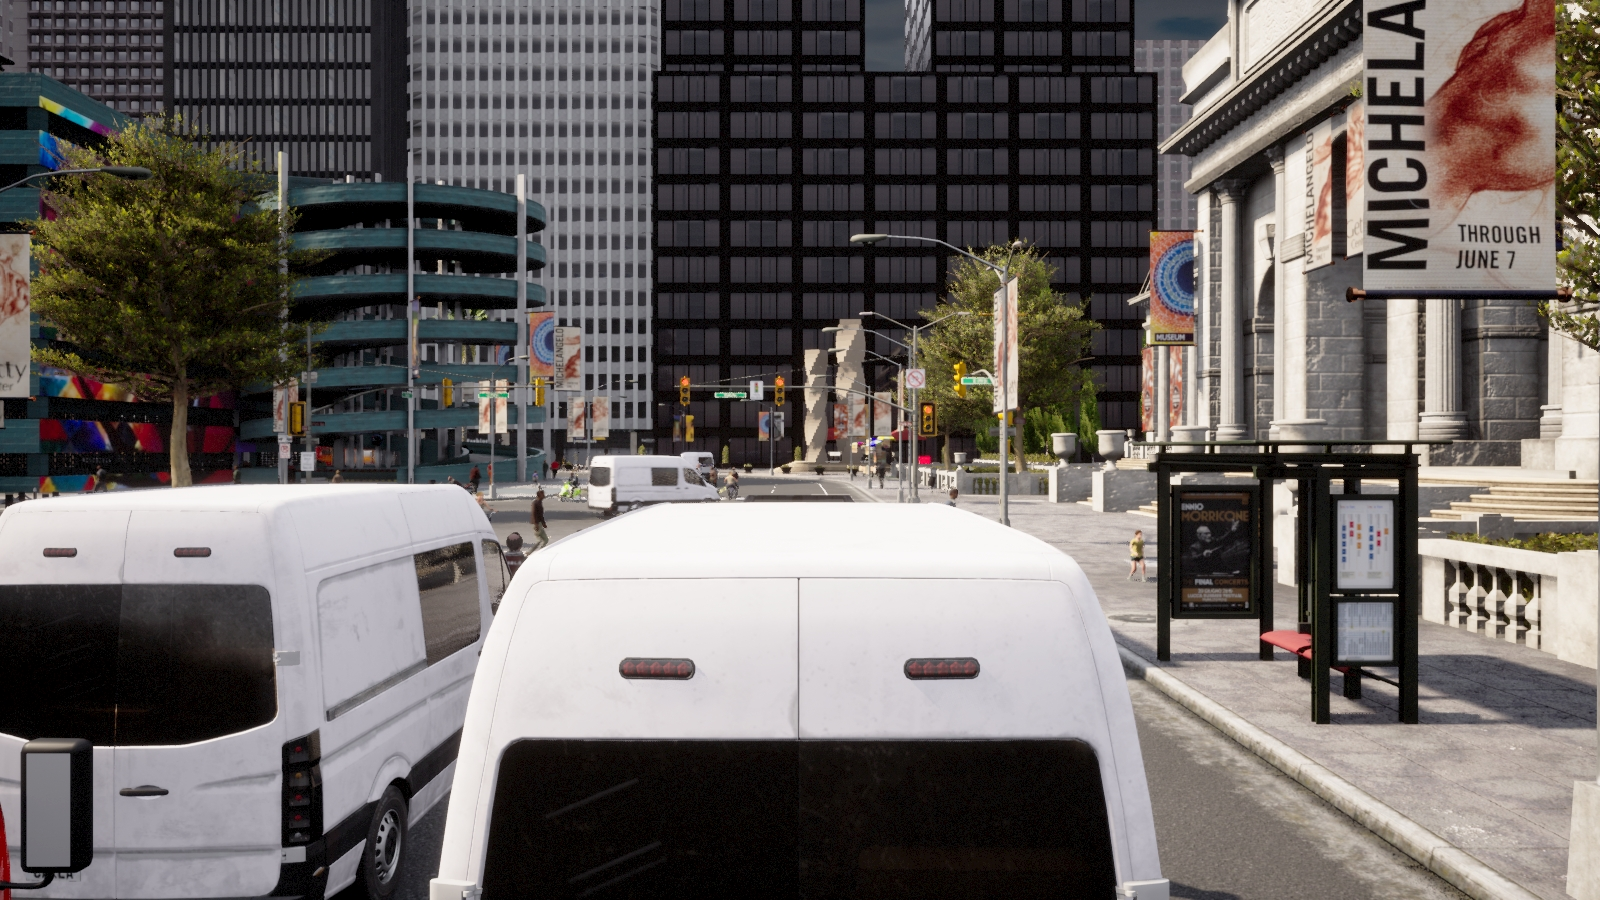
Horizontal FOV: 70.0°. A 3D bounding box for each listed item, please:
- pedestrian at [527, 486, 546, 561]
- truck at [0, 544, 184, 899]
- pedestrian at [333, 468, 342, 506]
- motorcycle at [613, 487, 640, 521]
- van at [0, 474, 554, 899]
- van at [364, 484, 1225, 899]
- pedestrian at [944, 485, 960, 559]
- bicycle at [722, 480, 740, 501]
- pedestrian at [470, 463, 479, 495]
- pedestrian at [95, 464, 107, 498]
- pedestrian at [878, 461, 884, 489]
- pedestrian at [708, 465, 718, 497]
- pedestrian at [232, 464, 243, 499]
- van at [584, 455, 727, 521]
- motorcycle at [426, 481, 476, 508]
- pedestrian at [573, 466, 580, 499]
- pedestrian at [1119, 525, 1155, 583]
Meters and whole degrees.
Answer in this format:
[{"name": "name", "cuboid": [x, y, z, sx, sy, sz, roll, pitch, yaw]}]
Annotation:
[{"name": "pedestrian", "cuboid": [-6.595, 1.838, 28.632, 0.375, 1.860, 0.375, 0, 0, 1]}, {"name": "truck", "cuboid": [-3.506, 1.567, 1.456, 2.627, 2.467, 5.204, 0, 0, 0]}, {"name": "pedestrian", "cuboid": [-22.872, 1.827, 56.492, 0.375, 1.860, 0.375, 0, 0, -20]}, {"name": "motorcycle", "cuboid": [-6.964, 2.152, 45.978, 0.764, 1.277, 2.356, 0, 0, 0]}, {"name": "van", "cuboid": [-3.517, 1.531, 8.781, 1.988, 2.561, 5.915, 0, 0, 0]}, {"name": "van", "cuboid": [-0.014, 1.532, 5.596, 1.988, 2.561, 5.915, 0, 0, 0]}, {"name": "pedestrian", "cuboid": [3.877, 1.835, 29.104, 0.375, 1.860, 0.375, 0, 0, 15]}, {"name": "bicycle", "cuboid": [-3.817, 2.232, 63.057, 0.859, 1.080, 1.487, 0, 1, 2]}, {"name": "pedestrian", "cuboid": [-18.976, 1.672, 66.665, 0.375, 1.860, 0.375, 0, 0, 12]}, {"name": "pedestrian", "cuboid": [-37.898, 1.673, 61.933, 0.375, 1.860, 0.375, 0, 0, 6]}, {"name": "pedestrian", "cuboid": [5.461, 1.668, 76.938, 0.375, 1.860, 0.375, 0, 0, 0]}, {"name": "pedestrian", "cuboid": [-5.083, 1.824, 66.719, 0.375, 1.860, 0.375, 0, 0, -44]}, {"name": "pedestrian", "cuboid": [-30.033, 1.673, 60.975, 0.375, 1.860, 0.375, 0, 0, 8]}, {"name": "van", "cuboid": [-6.033, 1.516, 48.238, 5.915, 2.561, 1.988, 0, 1, -43]}, {"name": "motorcycle", "cuboid": [-17.164, 2.184, 56.256, 2.209, 1.251, 0.867, 0, 0, -32]}, {"name": "pedestrian", "cuboid": [-12.720, 1.824, 65.010, 0.375, 1.860, 0.375, 0, 0, -11]}, {"name": "pedestrian", "cuboid": [6.734, 2.067, 22.836, 0.500, 1.100, 0.500, 0, 0, -12]}]
